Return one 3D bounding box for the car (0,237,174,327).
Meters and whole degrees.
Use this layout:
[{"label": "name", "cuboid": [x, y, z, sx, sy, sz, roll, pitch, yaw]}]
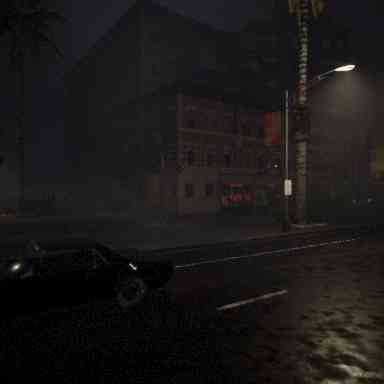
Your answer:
[{"label": "car", "cuboid": [-2.788, 1.601, 6.299, 4.718, 1.301, 1.895, 0, 0, -35]}]
